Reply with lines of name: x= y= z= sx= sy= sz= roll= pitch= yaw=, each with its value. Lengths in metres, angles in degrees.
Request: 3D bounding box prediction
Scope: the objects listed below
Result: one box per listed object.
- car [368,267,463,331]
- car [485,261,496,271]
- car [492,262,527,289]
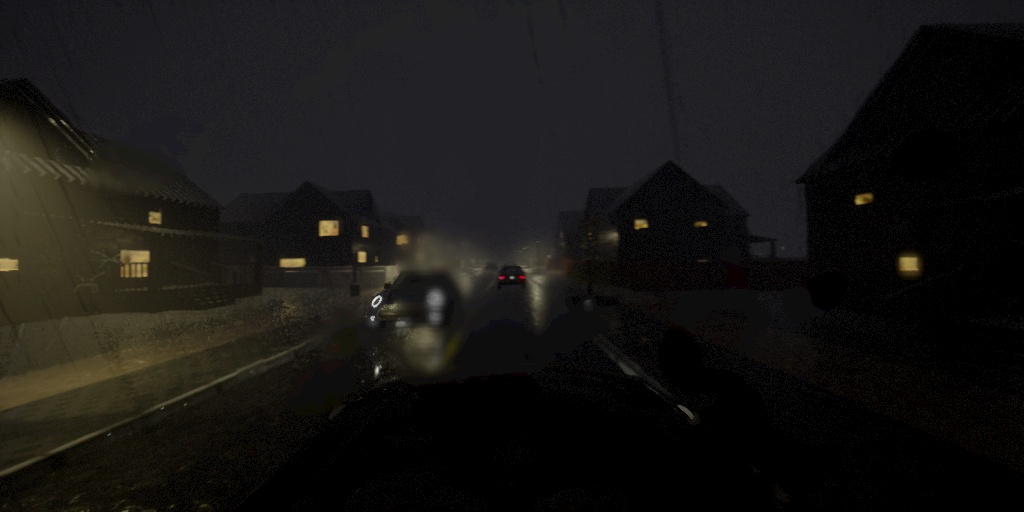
car: x=-2.863 y=1.195 z=11.524 sx=2.097 sy=1.767 sz=4.553 roll=-2 pitch=0 yaw=0
car: x=-3.070 y=1.522 z=54.642 sx=1.994 sy=1.385 sz=4.181 roll=-2 pitch=0 yaw=0
car: x=-0.013 y=1.333 z=23.754 sx=2.033 sy=1.411 sz=5.357 roll=-2 pitch=0 yaw=0
